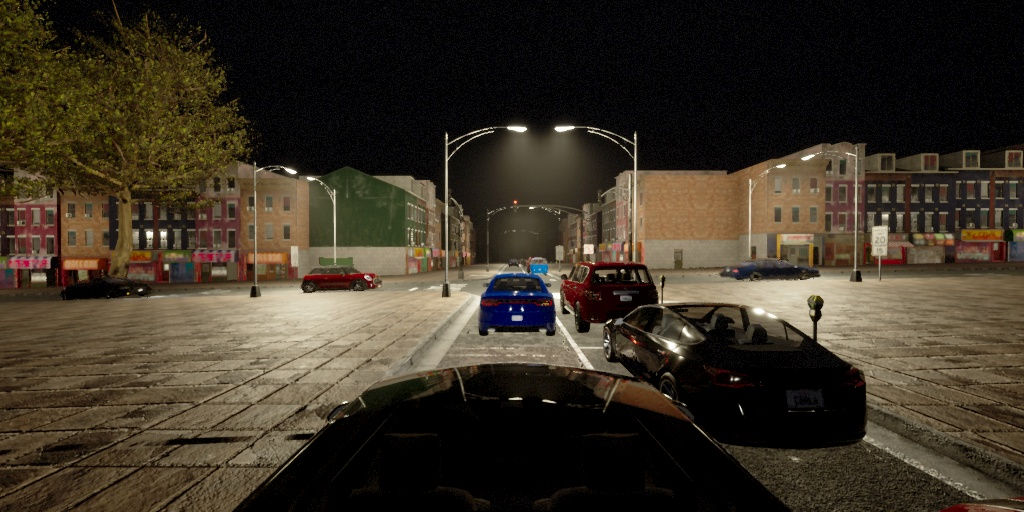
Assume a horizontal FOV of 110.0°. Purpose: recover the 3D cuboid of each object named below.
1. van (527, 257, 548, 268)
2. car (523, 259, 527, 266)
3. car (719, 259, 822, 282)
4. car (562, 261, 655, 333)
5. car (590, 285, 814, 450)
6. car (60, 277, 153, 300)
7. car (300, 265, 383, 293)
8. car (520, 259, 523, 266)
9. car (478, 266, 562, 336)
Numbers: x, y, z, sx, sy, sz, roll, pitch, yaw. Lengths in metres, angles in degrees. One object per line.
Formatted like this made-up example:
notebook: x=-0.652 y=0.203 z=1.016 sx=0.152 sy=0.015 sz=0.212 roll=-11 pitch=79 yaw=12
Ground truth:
van: x=2.760 y=1.104 z=37.056 sx=1.690 sy=1.789 sz=3.998 roll=0 pitch=0 yaw=0
car: x=2.779 y=1.084 z=42.462 sx=2.192 sy=1.841 sz=5.009 roll=0 pitch=0 yaw=0
car: x=16.000 y=0.883 z=22.404 sx=5.357 sy=1.411 sz=2.033 roll=-1 pitch=1 yaw=0
car: x=2.666 y=1.064 z=10.695 sx=2.192 sy=1.841 sz=5.009 roll=0 pitch=0 yaw=0
car: x=2.646 y=1.315 z=5.293 sx=1.948 sy=1.339 sz=4.313 roll=0 pitch=0 yaw=0
car: x=-25.343 y=2.017 z=22.515 sx=4.181 sy=1.385 sz=1.994 roll=-2 pitch=1 yaw=0
car: x=-10.578 y=1.371 z=22.472 sx=4.553 sy=1.767 sz=2.097 roll=-2 pitch=1 yaw=0
car: x=2.856 y=1.356 z=64.087 sx=2.007 sy=1.370 sz=4.403 roll=0 pitch=0 yaw=0
car: x=0.144 y=1.227 z=10.419 sx=1.882 sy=1.535 sz=5.008 roll=0 pitch=0 yaw=1
